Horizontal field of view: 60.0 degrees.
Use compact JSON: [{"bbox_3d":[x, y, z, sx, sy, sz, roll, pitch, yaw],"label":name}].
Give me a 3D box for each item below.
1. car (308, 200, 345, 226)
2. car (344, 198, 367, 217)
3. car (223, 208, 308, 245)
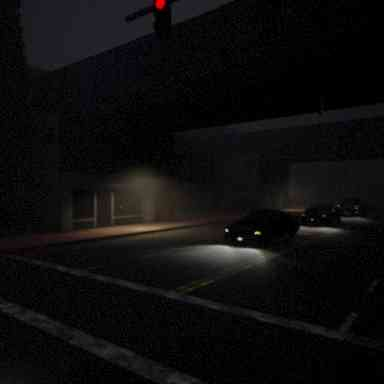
[{"bbox_3d":[9.272,1.536,23.746,1.812,1.442,4.674,0,0,36],"label":"car"},{"bbox_3d":[15.357,1.362,32.033,2.097,1.767,4.553,0,0,36],"label":"car"},{"bbox_3d":[3.546,1.558,15.956,2.033,1.411,5.357,0,0,36],"label":"car"}]
